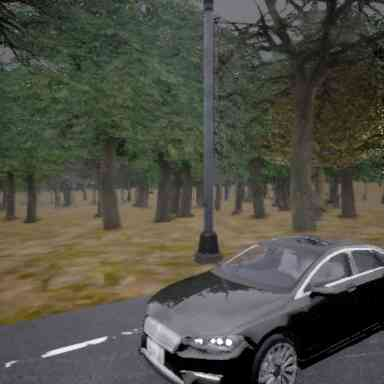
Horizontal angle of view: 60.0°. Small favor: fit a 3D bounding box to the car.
[{"bbox_3d":[1.605,1.487,5.072,4.902,1.511,2.128,0,0,-35],"label":"car"}]
